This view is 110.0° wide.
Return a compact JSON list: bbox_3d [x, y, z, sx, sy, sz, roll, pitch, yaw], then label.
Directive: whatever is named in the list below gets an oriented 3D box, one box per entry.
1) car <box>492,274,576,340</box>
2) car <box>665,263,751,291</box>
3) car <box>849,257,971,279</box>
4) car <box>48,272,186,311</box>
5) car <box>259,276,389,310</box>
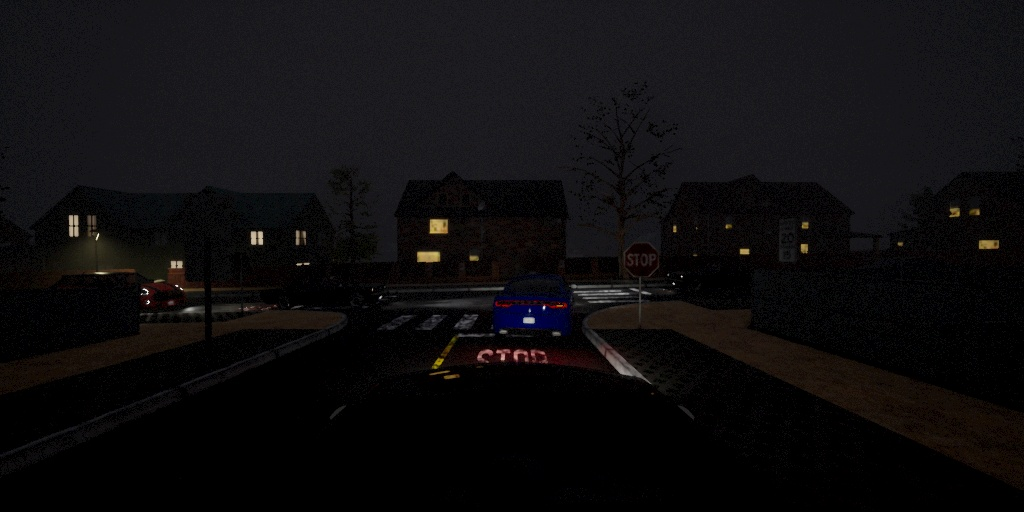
[{"bbox_3d":[0.781,1.226,10.103,1.882,1.535,5.008,0,0,10],"label":"car"},{"bbox_3d":[10.401,1.034,18.244,4.718,1.301,1.895,-1,1,-1],"label":"car"},{"bbox_3d":[20.046,0.753,18.285,5.357,1.411,2.033,-1,1,0],"label":"car"},{"bbox_3d":[-16.807,1.472,15.293,4.553,1.767,2.097,-1,1,0],"label":"car"},{"bbox_3d":[-7.820,1.506,15.305,4.718,1.301,1.895,-1,1,0],"label":"car"}]
